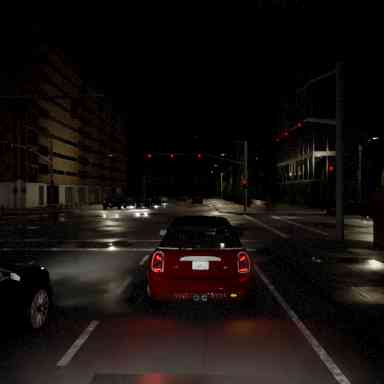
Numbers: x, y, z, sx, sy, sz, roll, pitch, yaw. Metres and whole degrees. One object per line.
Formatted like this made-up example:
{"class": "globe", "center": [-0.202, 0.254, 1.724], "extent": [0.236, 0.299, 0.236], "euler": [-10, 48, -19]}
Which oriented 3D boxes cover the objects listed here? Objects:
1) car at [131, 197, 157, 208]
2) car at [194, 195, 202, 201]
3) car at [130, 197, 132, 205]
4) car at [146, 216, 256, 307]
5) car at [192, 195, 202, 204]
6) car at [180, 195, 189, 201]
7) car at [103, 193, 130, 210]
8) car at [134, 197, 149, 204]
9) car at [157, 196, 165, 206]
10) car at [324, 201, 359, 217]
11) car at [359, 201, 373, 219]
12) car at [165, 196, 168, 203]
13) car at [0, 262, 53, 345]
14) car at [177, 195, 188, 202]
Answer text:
{"class": "car", "center": [-6.593, 1.491, 46.582], "extent": [2.128, 1.511, 4.902], "euler": [0, 0, 1]}
{"class": "car", "center": [1.576, 1.478, 84.035], "extent": [1.882, 1.535, 5.008], "euler": [0, 0, 2]}
{"class": "car", "center": [-9.927, 1.564, 53.572], "extent": [1.994, 1.385, 4.181], "euler": [0, 0, 2]}
{"class": "car", "center": [0.223, 1.352, 8.161], "extent": [2.097, 1.767, 4.553], "euler": [0, 0, 2]}
{"class": "car", "center": [1.042, 1.477, 63.075], "extent": [1.882, 1.535, 5.008], "euler": [0, 0, 2]}
{"class": "car", "center": [-1.927, 1.540, 83.989], "extent": [2.033, 1.411, 5.357], "euler": [0, 0, 2]}
{"class": "car", "center": [-10.149, 1.221, 44.159], "extent": [2.150, 2.045, 5.566], "euler": [0, 0, 1]}
{"class": "car", "center": [-9.595, 1.601, 63.572], "extent": [1.895, 1.301, 4.718], "euler": [0, 0, 2]}
{"class": "car", "center": [-6.332, 1.547, 56.590], "extent": [2.033, 1.411, 5.357], "euler": [0, 0, 2]}
{"class": "car", "center": [14.517, 1.547, 30.067], "extent": [4.902, 1.511, 2.128], "euler": [0, 0, 1]}
{"class": "car", "center": [16.703, 1.603, 26.519], "extent": [5.357, 1.411, 2.033], "euler": [0, 0, 1]}
{"class": "car", "center": [-5.966, 1.526, 66.863], "extent": [1.812, 1.442, 4.674], "euler": [0, 0, 2]}
{"class": "car", "center": [-3.394, 1.492, 3.933], "extent": [2.128, 1.511, 4.902], "euler": [0, 0, 1]}
{"class": "car", "center": [-2.227, 1.524, 73.903], "extent": [2.128, 1.511, 4.902], "euler": [0, 0, 2]}
